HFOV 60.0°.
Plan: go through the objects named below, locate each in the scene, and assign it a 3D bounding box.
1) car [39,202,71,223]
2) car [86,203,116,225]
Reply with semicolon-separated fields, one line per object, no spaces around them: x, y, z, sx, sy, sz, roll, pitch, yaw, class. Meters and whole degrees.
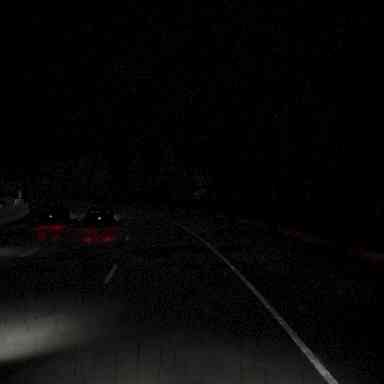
-10.791;1.552;26.308;2.128;1.511;4.902;0;0;-15;car
-6.673;1.539;24.318;2.128;1.511;4.902;0;0;-14;car
